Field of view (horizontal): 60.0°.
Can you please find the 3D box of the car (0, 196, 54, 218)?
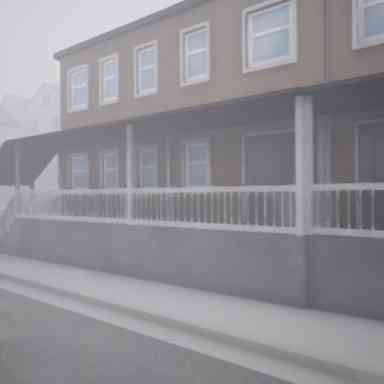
[{"bbox_3d":[-13.231,1.199,26.549,1.812,1.442,4.674,-1,14,34],"label":"car"}]
